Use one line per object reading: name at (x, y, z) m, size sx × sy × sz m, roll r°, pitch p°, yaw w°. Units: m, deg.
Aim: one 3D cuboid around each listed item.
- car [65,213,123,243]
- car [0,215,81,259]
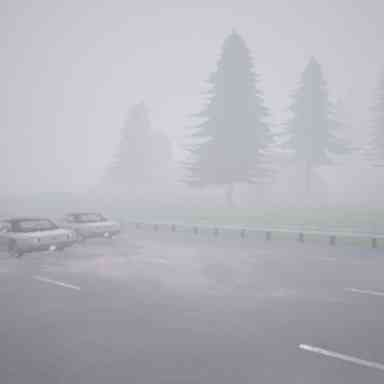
car at (-5.764, 1.709, 16.693) m, size 4.718 × 1.301 × 1.895 m, roll -1°, pitch 0°, yaw 35°
car at (-6.750, 1.699, 13.098) m, size 4.718 × 1.301 × 1.895 m, roll -1°, pitch 0°, yaw 35°
